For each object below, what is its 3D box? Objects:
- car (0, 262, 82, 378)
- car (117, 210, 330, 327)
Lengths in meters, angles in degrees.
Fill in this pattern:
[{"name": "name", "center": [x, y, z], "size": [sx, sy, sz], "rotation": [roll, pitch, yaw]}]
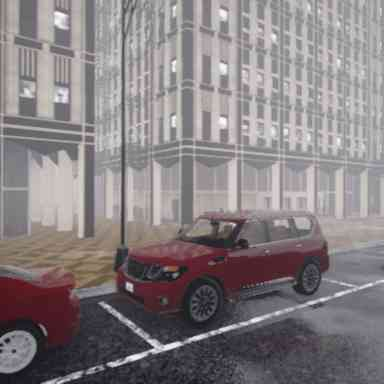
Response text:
[{"name": "car", "center": [-3.675, 1.540, 3.941], "size": [4.507, 1.381, 1.887], "rotation": [0, -1, -36]}, {"name": "car", "center": [0.963, 1.349, 7.256], "size": [5.009, 1.841, 2.192], "rotation": [0, 0, -36]}]
